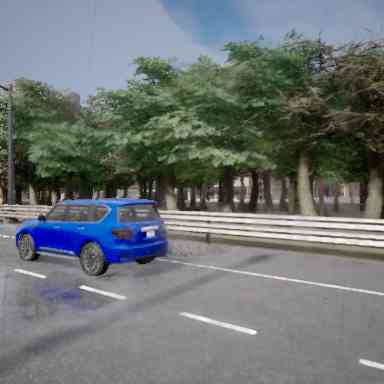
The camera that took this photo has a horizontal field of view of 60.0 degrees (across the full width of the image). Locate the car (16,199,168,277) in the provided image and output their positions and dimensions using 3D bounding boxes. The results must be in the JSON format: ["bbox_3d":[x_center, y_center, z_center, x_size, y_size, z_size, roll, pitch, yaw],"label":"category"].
[{"bbox_3d":[-3.295,1.231,10.528,5.566,2.045,2.150,0,0,36],"label":"car"}]
